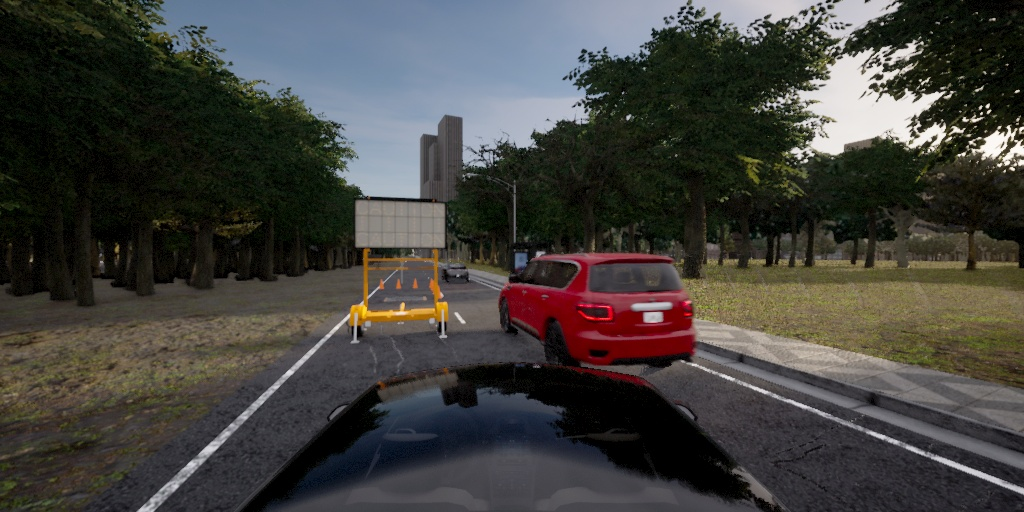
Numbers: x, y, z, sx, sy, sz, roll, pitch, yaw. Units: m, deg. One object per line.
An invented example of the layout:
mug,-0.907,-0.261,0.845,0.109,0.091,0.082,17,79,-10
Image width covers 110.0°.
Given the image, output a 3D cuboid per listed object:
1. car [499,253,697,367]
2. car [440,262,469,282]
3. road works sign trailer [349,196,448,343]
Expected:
car,1.305,0.973,7.748,2.150,2.045,5.566,0,0,-16
car,-4.687,1.259,29.092,2.128,1.511,4.902,0,0,-16
road works sign trailer,-3.025,0.216,9.853,2.380,3.560,2.880,0,0,-16
